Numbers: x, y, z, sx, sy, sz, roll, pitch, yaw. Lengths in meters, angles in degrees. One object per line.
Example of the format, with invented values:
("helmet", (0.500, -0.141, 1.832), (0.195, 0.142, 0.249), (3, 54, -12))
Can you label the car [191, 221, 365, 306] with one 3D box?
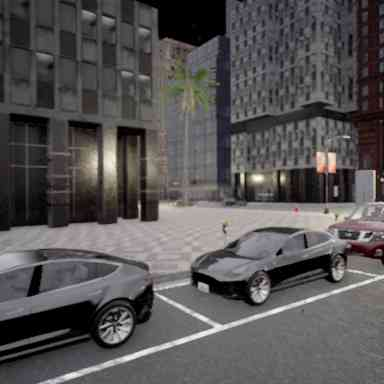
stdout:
("car", (2.004, 1.535, 7.963), (4.313, 1.339, 1.947), (0, 0, -35))

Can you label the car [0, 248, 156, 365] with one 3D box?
("car", (-2.586, 1.563, 4.689), (4.313, 1.339, 1.947), (0, 0, -35))

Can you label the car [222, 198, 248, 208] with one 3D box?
("car", (6.841, 1.685, 53.365), (1.837, 1.490, 4.892), (-1, -1, -34))

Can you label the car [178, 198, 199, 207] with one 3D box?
("car", (-0.704, 1.825, 58.654), (1.837, 1.490, 4.892), (-1, -1, -34))

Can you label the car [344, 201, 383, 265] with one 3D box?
("car", (6.593, 1.257, 11.237), (5.009, 1.841, 2.192), (0, 0, -35))
